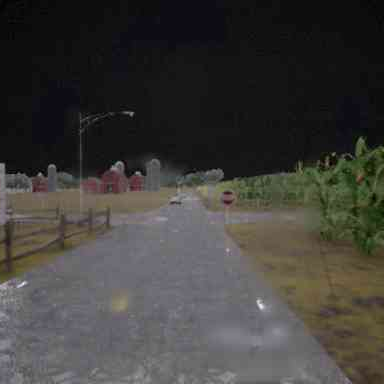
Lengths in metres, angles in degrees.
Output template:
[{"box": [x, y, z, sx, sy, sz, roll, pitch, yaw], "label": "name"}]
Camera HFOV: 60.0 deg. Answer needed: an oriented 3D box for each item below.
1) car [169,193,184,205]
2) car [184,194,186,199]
[{"box": [-2.742, 1.429, 55.058, 1.882, 1.535, 5.008, 0, 1, 0], "label": "car"}, {"box": [-2.736, 1.132, 91.254, 2.097, 1.767, 4.553, 0, 0, 0], "label": "car"}]
